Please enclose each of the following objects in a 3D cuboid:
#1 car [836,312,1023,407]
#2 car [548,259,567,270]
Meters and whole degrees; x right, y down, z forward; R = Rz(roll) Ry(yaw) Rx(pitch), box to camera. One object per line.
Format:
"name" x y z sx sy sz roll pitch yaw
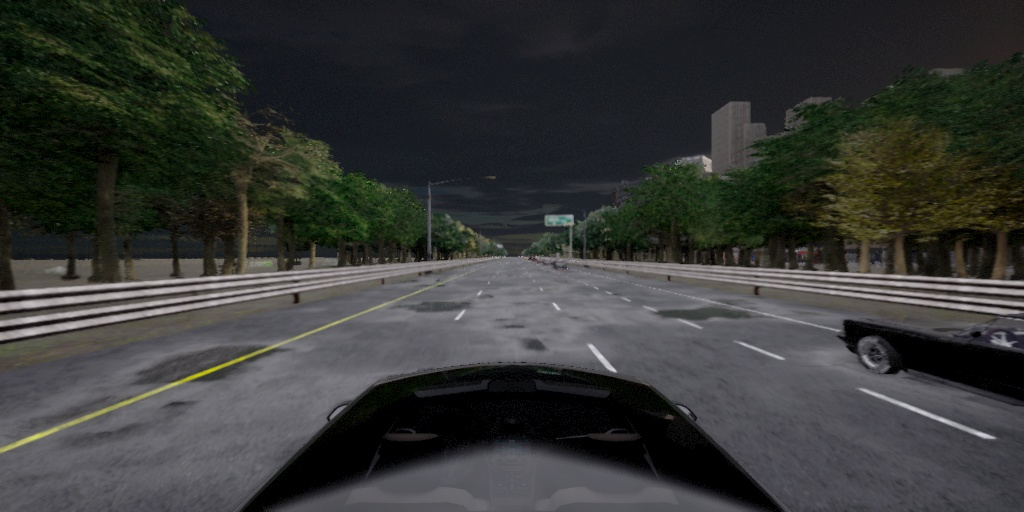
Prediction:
"car" 6.999 1.354 4.520 1.895 1.301 4.718 0 0 0
"car" 7.130 1.253 54.414 2.128 1.511 4.902 0 0 0
